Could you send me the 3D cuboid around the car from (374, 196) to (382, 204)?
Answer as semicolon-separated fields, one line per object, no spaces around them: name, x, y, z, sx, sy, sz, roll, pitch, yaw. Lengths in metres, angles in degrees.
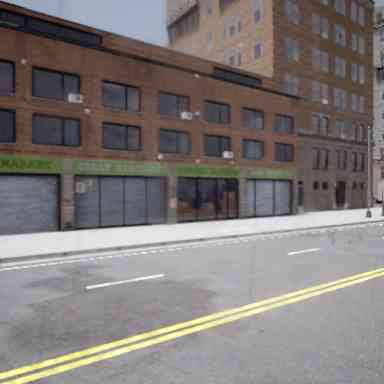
car;28.324;1.242;53.051;1.947;1.339;4.313;0;0;-35
